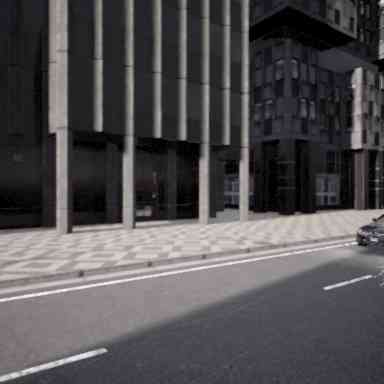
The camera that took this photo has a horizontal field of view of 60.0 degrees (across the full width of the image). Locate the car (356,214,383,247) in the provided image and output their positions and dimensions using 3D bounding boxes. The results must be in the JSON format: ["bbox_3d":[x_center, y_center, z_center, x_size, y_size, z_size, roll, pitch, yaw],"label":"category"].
[{"bbox_3d":[8.641,1.498,13.612,4.674,1.442,1.812,0,0,-35],"label":"car"}]
